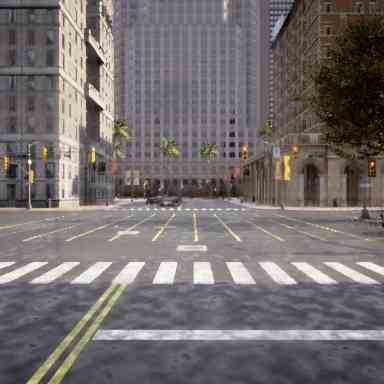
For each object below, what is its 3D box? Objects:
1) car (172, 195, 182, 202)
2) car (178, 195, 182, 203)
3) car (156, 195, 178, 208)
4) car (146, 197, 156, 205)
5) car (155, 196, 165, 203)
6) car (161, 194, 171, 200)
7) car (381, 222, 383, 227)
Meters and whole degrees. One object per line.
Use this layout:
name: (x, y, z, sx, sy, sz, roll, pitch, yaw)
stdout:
car: (-3.429, 1.525, 76.768, 2.128, 1.511, 4.902, 0, 0, 1)
car: (-3.574, 1.506, 65.431, 1.837, 1.490, 4.892, 0, 0, 1)
car: (-3.651, 1.491, 49.327, 2.128, 1.511, 4.902, 0, 0, 0)
car: (-7.137, 1.563, 60.433, 1.994, 1.385, 4.181, 0, 0, 0)
car: (-6.970, 1.524, 72.376, 1.812, 1.442, 4.674, 0, 0, 1)
car: (-6.827, 1.289, 87.849, 2.033, 1.411, 5.357, 0, 0, 1)
car: (13.164, 1.548, 17.950, 5.357, 1.411, 2.033, 0, 0, -7)
